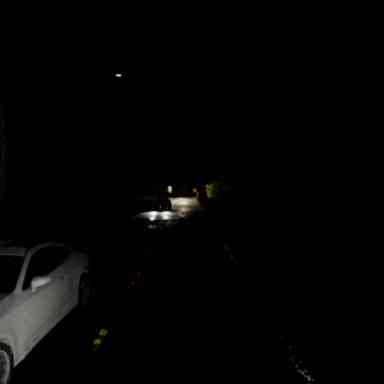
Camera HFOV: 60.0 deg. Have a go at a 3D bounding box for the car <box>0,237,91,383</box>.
[{"bbox_3d":[-2.882,1.483,4.899,1.812,1.442,4.674,0,0,0],"label":"car"}]

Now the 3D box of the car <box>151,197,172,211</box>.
[{"bbox_3d":[-3.124,1.267,34.765,1.994,1.385,4.181,0,0,-1],"label":"car"}]
